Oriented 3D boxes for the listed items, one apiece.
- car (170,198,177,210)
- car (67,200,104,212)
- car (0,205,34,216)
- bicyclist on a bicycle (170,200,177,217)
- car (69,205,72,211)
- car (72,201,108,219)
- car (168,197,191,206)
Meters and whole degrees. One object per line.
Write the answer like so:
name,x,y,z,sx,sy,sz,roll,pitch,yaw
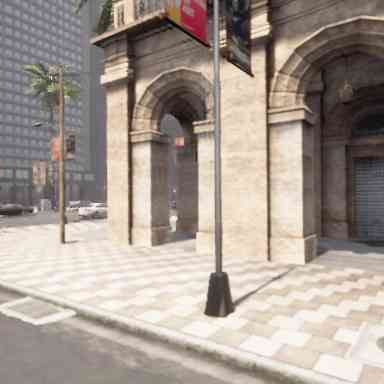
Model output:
car,-1.356,1.877,49.553,1.812,1.442,4.674,-1,0,36
car,-15.270,1.986,47.836,2.161,1.482,4.786,-1,0,35
car,-19.873,2.038,36.117,1.895,1.301,4.718,-1,0,36
bicyclist on a bicycle,-1.472,1.525,30.926,1.656,1.620,0.582,-1,-1,36
car,-13.820,1.941,44.554,1.837,1.490,4.892,-1,0,36
car,-9.013,1.835,32.896,1.812,1.442,4.674,-1,-1,36
car,-2.430,1.826,65.615,2.185,1.767,4.553,-1,0,35
